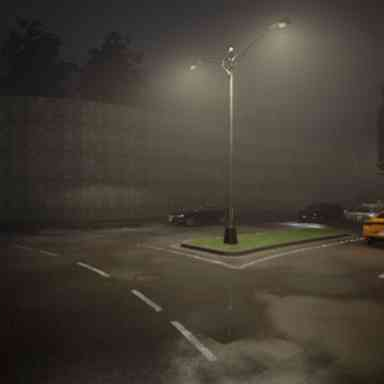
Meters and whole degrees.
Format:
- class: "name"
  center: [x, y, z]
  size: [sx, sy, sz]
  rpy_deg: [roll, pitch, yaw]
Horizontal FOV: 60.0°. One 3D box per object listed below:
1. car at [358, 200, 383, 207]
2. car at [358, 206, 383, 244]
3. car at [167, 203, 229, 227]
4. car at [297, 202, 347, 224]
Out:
- class: "car"
  center: [21.005, 1.627, 38.419]
  size: [4.674, 1.442, 1.812]
  rpy_deg: [0, 0, -37]
- class: "car"
  center: [9.554, 1.521, 14.875]
  size: [5.008, 1.535, 1.882]
  rpy_deg: [0, 0, -38]
- class: "car"
  center: [0.579, 1.518, 22.923]
  size: [4.902, 1.511, 2.128]
  rpy_deg: [0, 0, -36]
- class: "car"
  center: [10.069, 1.561, 25.662]
  size: [4.892, 1.490, 1.837]
  rpy_deg: [0, 0, -38]
